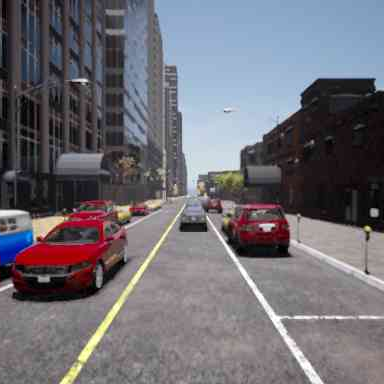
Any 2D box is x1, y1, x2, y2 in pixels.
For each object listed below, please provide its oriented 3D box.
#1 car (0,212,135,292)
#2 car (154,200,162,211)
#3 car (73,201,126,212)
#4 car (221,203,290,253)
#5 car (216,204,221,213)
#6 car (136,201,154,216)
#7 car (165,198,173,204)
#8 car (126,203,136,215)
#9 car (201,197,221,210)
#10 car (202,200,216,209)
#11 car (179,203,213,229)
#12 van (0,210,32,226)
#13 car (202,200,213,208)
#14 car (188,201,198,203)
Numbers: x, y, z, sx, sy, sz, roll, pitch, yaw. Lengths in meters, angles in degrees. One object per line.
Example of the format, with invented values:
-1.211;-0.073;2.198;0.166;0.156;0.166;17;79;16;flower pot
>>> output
-3.085;1.556;9.418;1.882;1.535;5.008;0;0;0;car
-5.707;1.915;47.255;1.752;1.417;4.829;-1;0;0;car
-5.707;1.479;19.753;2.192;1.841;5.009;-1;0;0;car
2.673;1.433;14.210;2.192;1.841;5.009;-1;0;0;car
2.676;1.690;19.912;1.752;1.417;4.829;-1;0;0;car
-5.706;1.845;36.356;1.887;1.381;4.507;-1;0;0;car
-5.711;2.104;80.634;1.967;1.590;4.097;-1;0;0;car
-5.705;1.733;25.117;1.752;1.417;4.829;-1;0;0;car
2.671;1.660;41.882;2.192;1.841;5.009;-1;0;0;car
2.674;2.002;52.948;1.947;1.339;4.313;-1;0;0;car
0.097;1.738;23.127;2.033;1.411;5.357;0;-1;0;car
-5.706;1.414;8.684;1.690;1.788;3.998;-1;0;0;van
2.673;2.063;58.482;1.802;1.307;4.206;-1;0;0;car
0.096;1.907;43.616;2.033;1.411;5.357;0;0;0;car
